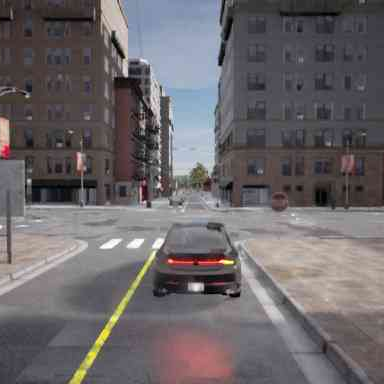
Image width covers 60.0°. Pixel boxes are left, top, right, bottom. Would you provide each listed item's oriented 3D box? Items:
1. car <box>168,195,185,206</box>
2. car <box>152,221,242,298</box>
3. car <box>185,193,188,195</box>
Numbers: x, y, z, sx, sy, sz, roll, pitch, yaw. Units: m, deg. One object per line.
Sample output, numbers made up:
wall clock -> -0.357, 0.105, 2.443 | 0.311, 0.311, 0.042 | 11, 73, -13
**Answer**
car -> -2.500, 1.436, 51.431 | 1.812, 1.442, 4.674 | 0, 0, 1
car -> 0.159, 1.493, 8.518 | 1.837, 1.490, 4.892 | 0, 0, 2
car -> -2.411, 1.400, 67.714 | 2.033, 1.411, 5.357 | 0, 0, 0
